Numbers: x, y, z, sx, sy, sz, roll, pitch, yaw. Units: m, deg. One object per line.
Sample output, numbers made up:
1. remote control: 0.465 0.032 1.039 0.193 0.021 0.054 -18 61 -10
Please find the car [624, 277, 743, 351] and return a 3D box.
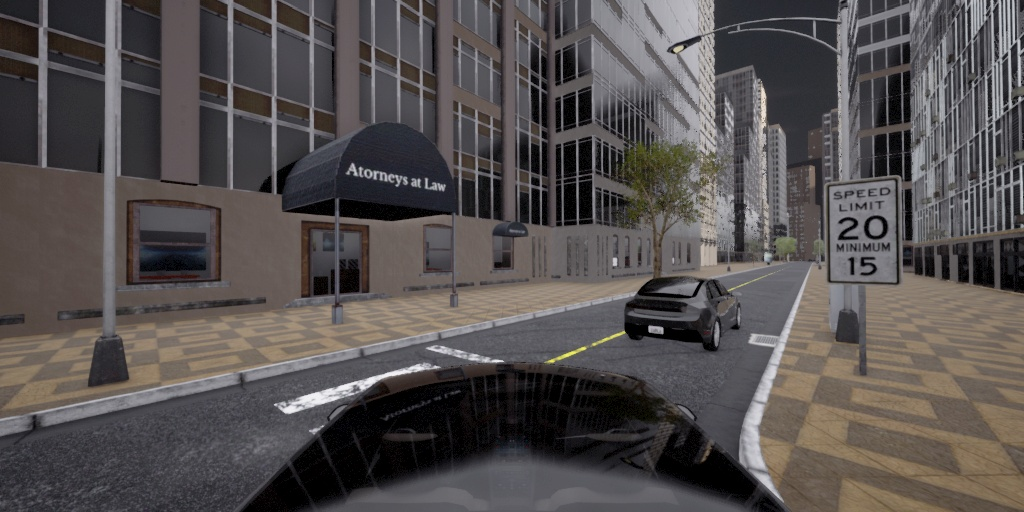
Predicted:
1. car: 4.488 1.257 9.145 1.837 1.490 4.892 -1 0 40
